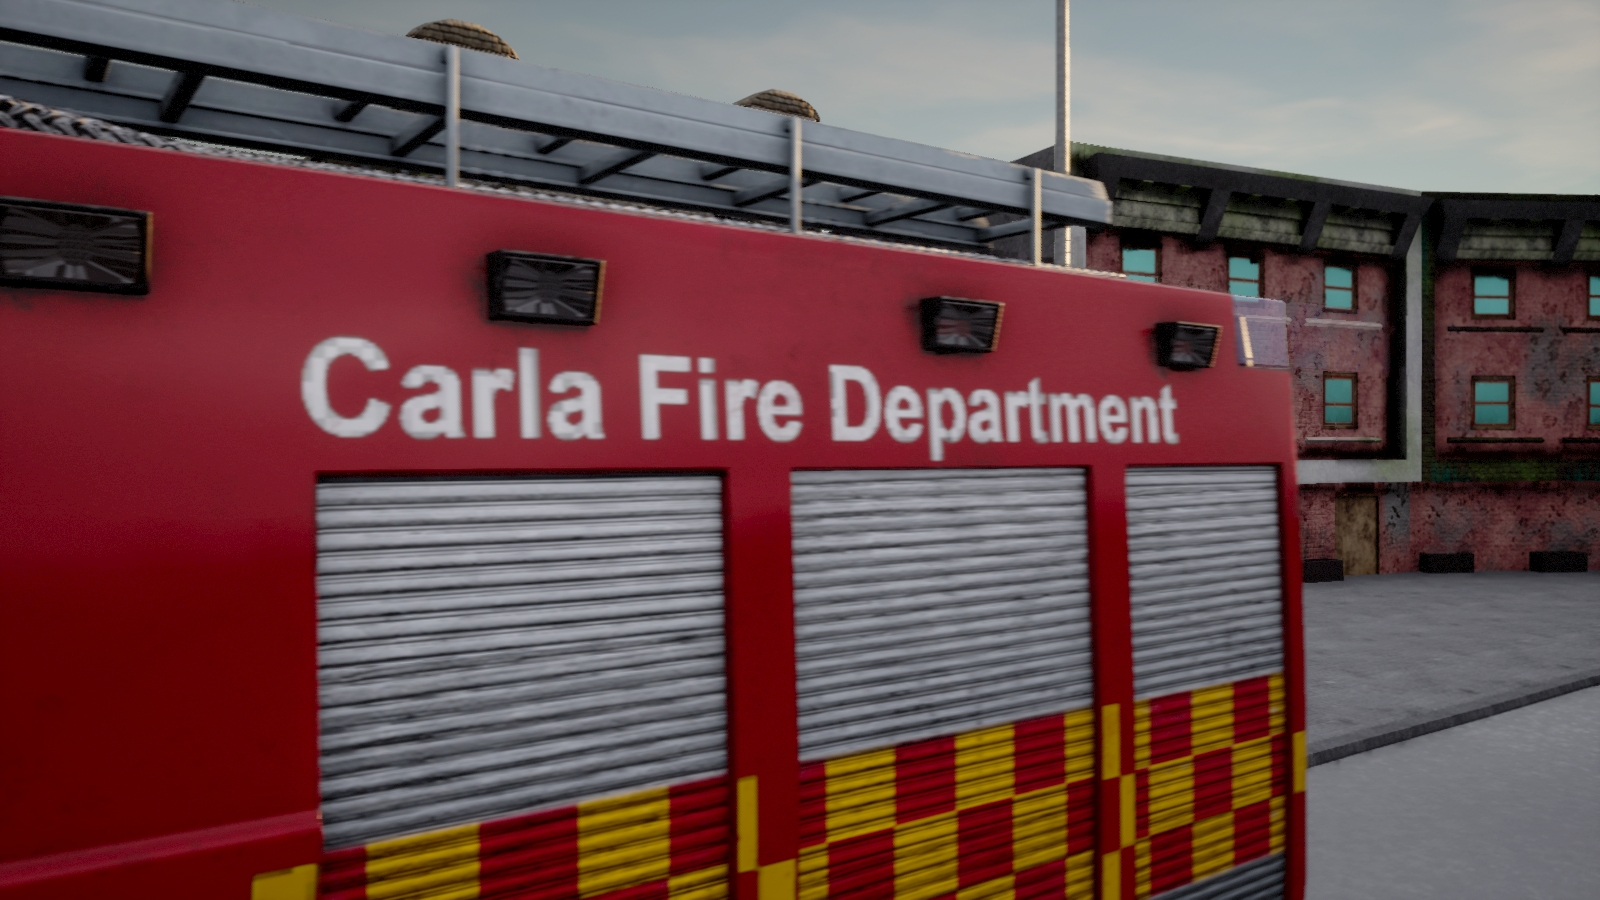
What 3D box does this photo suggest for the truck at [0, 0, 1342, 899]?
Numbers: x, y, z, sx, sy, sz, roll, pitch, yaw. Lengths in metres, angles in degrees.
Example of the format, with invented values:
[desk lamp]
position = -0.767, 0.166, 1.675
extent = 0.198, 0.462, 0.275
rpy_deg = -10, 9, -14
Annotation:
[truck]
position = -2.332, 0.671, 2.832
extent = 8.468, 3.827, 2.891
rpy_deg = 0, 0, -36
